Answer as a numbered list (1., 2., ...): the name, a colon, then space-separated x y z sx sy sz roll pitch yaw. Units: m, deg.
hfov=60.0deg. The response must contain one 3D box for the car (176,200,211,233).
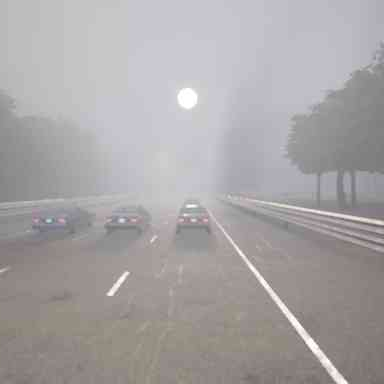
1. car: 0.071 1.429 18.781 2.033 1.411 5.357 0 0 0

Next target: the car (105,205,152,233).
1. car: -3.429 1.430 18.662 2.033 1.411 5.357 0 0 0

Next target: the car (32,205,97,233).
1. car: -6.929 1.430 18.600 2.033 1.411 5.357 0 0 0

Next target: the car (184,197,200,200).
1. car: 0.040 1.313 39.812 1.994 1.385 4.181 0 0 0
